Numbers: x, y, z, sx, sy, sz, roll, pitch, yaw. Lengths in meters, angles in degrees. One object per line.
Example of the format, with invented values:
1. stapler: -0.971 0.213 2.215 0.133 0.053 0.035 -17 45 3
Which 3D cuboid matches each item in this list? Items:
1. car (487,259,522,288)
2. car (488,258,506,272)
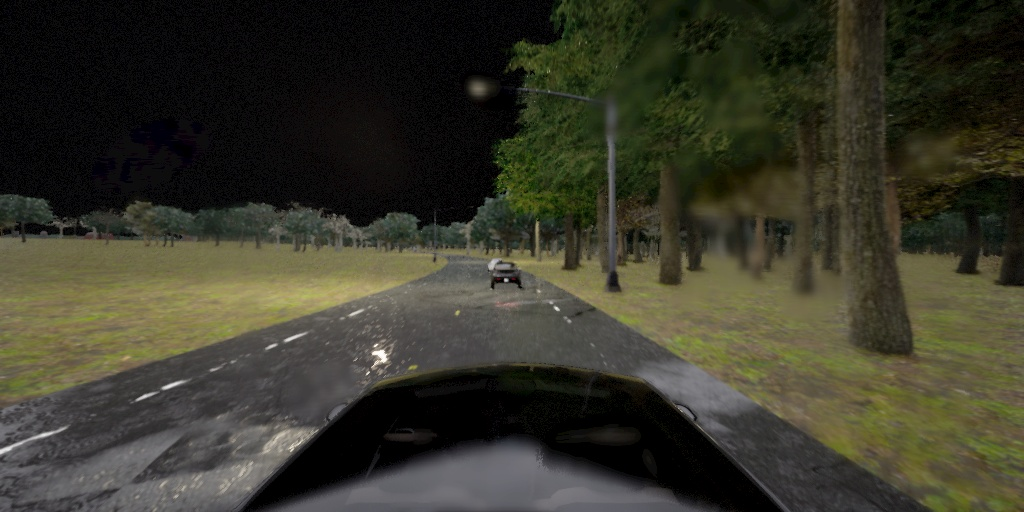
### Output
1. car: -0.427 1.115 22.621 1.837 1.490 4.892 0 0 -3
2. car: -1.709 1.000 40.531 1.812 1.442 4.674 0 1 -5
